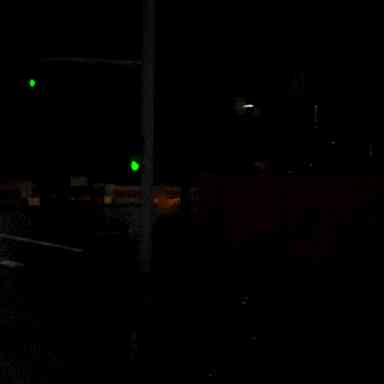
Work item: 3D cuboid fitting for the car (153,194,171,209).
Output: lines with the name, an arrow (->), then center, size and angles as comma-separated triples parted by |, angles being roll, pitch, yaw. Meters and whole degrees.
car -> -3.372, 1.043, 38.392 | 1.882, 1.535, 5.008 | 1, 1, 36

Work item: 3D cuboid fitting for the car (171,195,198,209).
car -> 0.294, 1.118, 37.491 | 2.128, 1.511, 4.902 | 1, 1, 36
